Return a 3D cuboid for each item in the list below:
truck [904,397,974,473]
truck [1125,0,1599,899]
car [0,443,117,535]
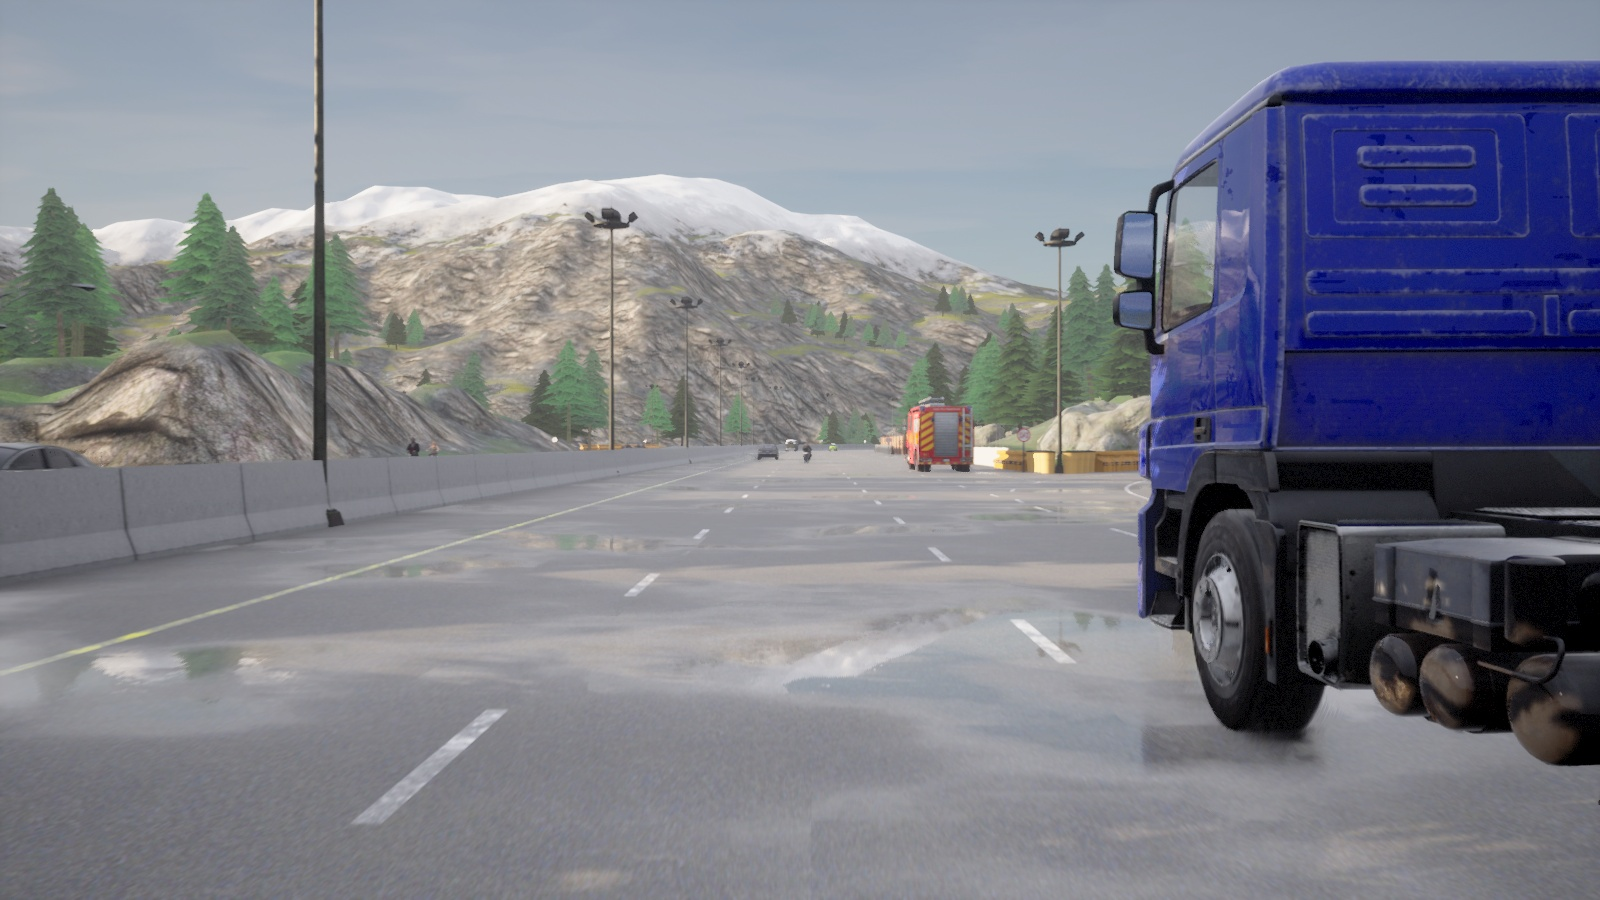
[{"bbox_3d":[7.402,-0.794,67.789,2.891,3.827,8.468,0,0,0],"label":"truck"},{"bbox_3d":[3.540,-0.256,4.200,2.891,3.462,7.936,0,0,0],"label":"truck"},{"bbox_3d":[-13.865,0.620,21.321,1.837,1.490,4.892,0,0,0],"label":"car"}]
